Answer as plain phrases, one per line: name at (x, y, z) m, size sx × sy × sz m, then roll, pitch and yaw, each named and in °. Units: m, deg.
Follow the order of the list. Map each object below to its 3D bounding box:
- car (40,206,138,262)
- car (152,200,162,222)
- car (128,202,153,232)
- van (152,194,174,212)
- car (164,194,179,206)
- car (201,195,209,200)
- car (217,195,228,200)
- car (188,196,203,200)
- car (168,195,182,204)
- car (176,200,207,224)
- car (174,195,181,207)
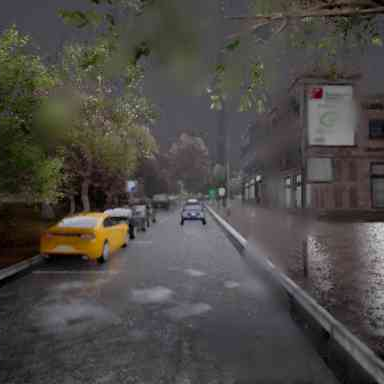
car at (-3.644, 1.499, 12.223) m, size 2.097 × 1.535 × 5.008 m, roll 1°, pitch 0°, yaw 2°
car at (-3.660, 1.545, 23.392) m, size 2.163 × 1.488 × 4.792 m, roll 0°, pitch 0°, yaw 2°
car at (-3.654, 1.507, 17.785) m, size 2.097 × 1.535 × 5.008 m, roll 0°, pitch 0°, yaw 2°
van at (-3.648, 1.285, 40.196) m, size 1.878 × 1.987 × 4.442 m, roll 1°, pitch 0°, yaw 2°
car at (-3.433, 1.325, 57.158) m, size 2.185 × 1.767 × 4.553 m, roll -1°, pitch 1°, yaw 2°
car at (3.367, 1.500, 84.413) m, size 2.231 × 1.521 × 4.892 m, roll -2°, pitch -1°, yaw 29°
car at (6.803, 1.561, 89.160) m, size 2.097 × 1.535 × 5.008 m, roll -3°, pitch -4°, yaw 36°
car at (0.077, 1.549, 42.876) m, size 1.812 × 1.442 × 4.674 m, roll 0°, pitch 0°, yaw 0°
car at (-3.194, 1.424, 62.860) m, size 2.097 × 1.535 × 5.008 m, roll 0°, pitch 0°, yaw 2°
car at (0.087, 1.586, 25.369) m, size 2.033 × 1.411 × 5.357 m, roll 0°, pitch 0°, yaw 0°
car at (-3.431, 1.480, 51.449) m, size 2.231 × 1.521 × 4.892 m, roll 0°, pitch 0°, yaw 2°
